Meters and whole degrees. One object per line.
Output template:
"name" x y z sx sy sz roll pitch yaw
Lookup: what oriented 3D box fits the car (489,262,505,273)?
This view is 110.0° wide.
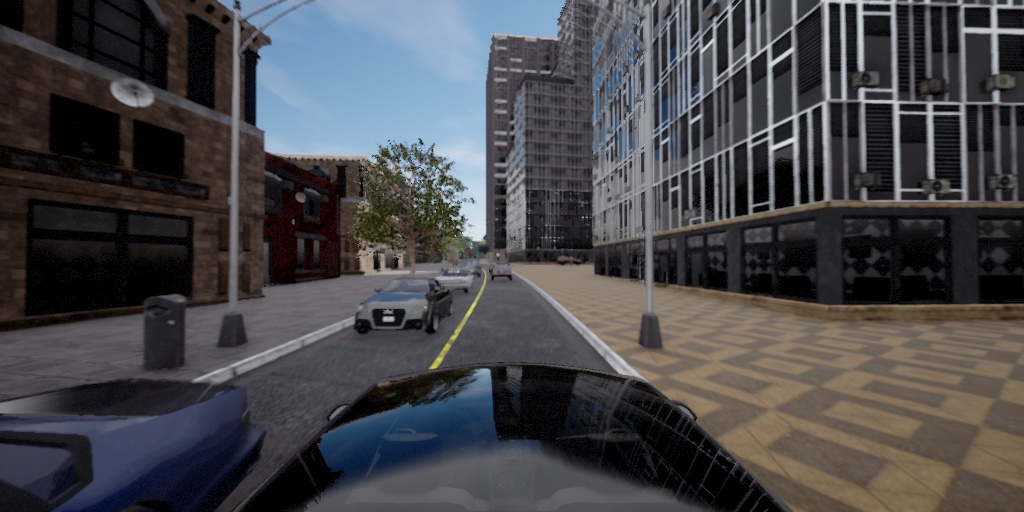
"car" -1.984 1.406 45.537 1.895 1.301 4.718 0 0 -5

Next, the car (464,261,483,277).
"car" -3.961 1.286 35.393 2.128 1.511 4.902 0 0 -4

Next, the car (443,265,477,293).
"car" -3.264 1.378 20.786 1.895 1.301 4.718 0 0 -3

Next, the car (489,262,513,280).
"car" -0.950 1.337 31.681 2.033 1.411 5.357 0 0 -4

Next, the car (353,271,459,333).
"car" -2.963 1.328 10.615 1.994 1.385 4.181 0 0 0

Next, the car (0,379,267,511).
"car" -2.873 1.299 0.448 2.033 1.411 5.357 0 0 0
